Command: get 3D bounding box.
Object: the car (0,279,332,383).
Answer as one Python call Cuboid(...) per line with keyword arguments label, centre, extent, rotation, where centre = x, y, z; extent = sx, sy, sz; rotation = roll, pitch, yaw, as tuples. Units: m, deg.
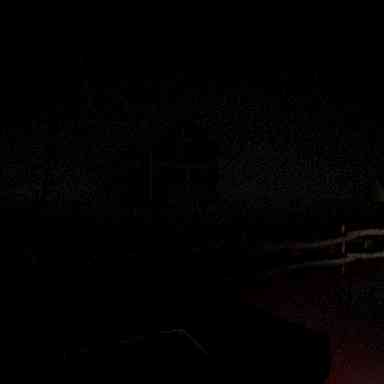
Cuboid(label="car", centre=(-1.059, 1.601, 2.781), extent=(4.718, 1.301, 1.895), rotation=(0, 0, -32))
